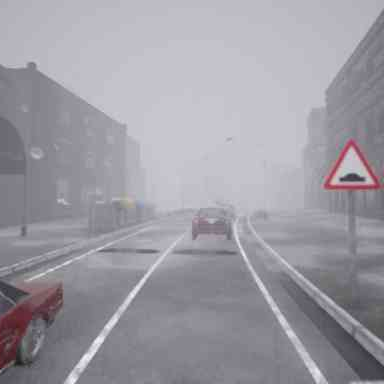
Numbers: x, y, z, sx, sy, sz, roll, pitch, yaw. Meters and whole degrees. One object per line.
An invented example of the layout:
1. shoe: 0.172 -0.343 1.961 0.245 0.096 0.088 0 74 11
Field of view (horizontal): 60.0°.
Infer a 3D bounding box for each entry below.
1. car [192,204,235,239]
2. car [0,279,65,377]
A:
1. car: 1.207 1.595 19.103 2.097 1.767 4.553 0 -1 6
2. car: -3.007 1.611 3.084 1.895 1.301 4.718 0 0 1
